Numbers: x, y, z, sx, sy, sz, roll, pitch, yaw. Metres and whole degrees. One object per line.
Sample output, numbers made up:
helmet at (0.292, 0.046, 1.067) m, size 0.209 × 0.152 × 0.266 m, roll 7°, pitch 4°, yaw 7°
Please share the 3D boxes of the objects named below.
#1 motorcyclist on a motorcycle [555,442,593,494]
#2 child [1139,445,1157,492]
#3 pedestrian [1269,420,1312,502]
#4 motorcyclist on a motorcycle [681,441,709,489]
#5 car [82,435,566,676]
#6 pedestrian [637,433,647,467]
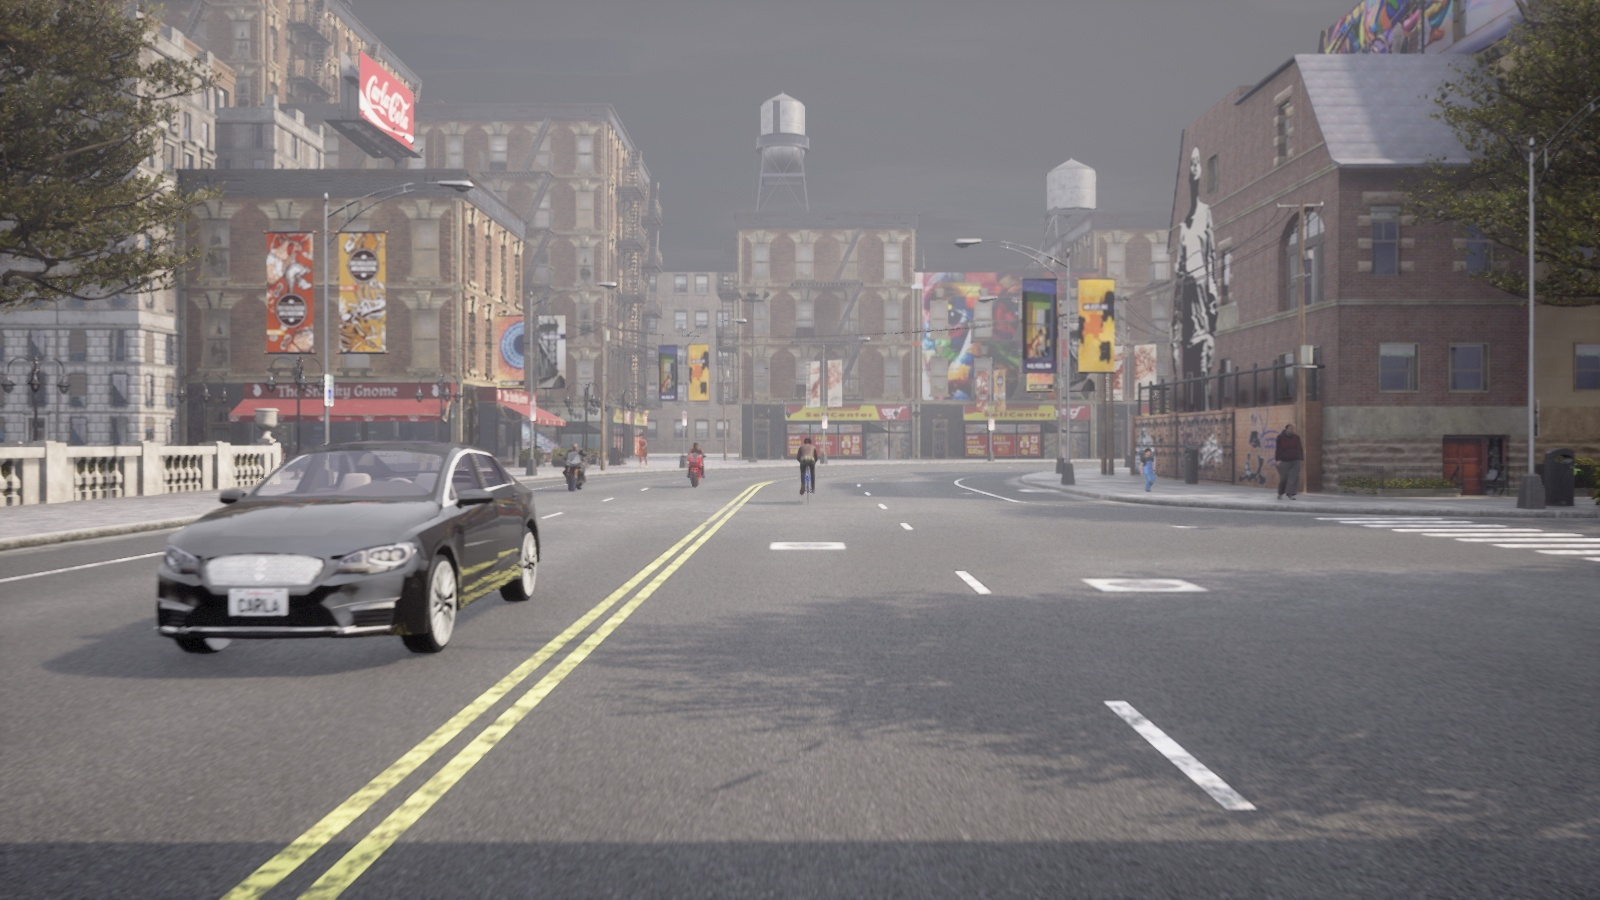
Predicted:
motorcyclist on a motorcycle at (-6.967, 0.542, 38.749) m, size 0.866 × 1.530 × 2.191 m, roll 0°, pitch 1°, yaw -3°
child at (9.378, 0.486, 33.872) m, size 0.270 × 1.263 × 0.437 m, roll 0°, pitch 0°, yaw -17°
pedestrian at (11.170, 0.240, 28.615) m, size 0.634 × 1.844 × 0.899 m, roll 0°, pitch 0°, yaw 0°
motorcyclist on a motorcycle at (-3.470, 0.473, 41.591) m, size 0.797 × 1.523 × 2.044 m, roll 0°, pitch 1°, yaw -2°
car at (-3.438, 0.636, 10.321) m, size 2.128 × 1.511 × 4.902 m, roll 0°, pitch 1°, yaw 0°
pedestrian at (-8.462, -0.009, 67.199) m, size 0.345 × 1.836 × 0.594 m, roll 0°, pitch 0°, yaw 17°
